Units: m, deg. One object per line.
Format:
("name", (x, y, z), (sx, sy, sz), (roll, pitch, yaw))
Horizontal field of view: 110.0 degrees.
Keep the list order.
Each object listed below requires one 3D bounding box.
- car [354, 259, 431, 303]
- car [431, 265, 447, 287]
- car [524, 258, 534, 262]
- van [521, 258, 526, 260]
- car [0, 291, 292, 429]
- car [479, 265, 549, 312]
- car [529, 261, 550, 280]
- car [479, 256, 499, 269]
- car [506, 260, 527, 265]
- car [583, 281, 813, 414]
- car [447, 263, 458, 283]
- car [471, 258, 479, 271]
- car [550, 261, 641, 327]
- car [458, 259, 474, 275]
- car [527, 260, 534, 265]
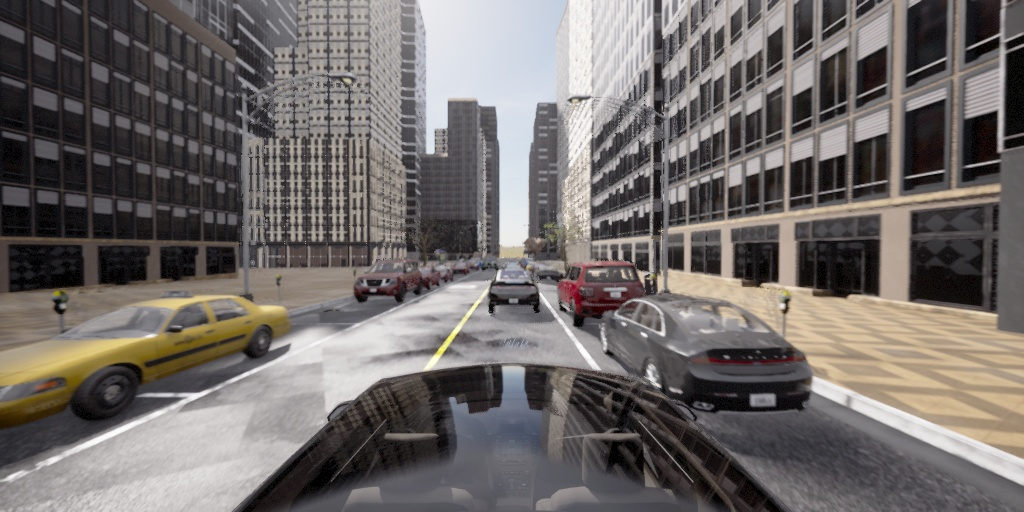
("car", (-5.688, 1.096, 17.265), (2.192, 1.841, 5.009), (0, 0, 0))
("car", (-5.687, 1.338, 22.891), (1.888, 1.381, 4.507), (0, 0, 0))
("car", (2.698, 1.366, 45.559), (1.751, 1.417, 4.829), (0, 0, 0))
("van", (2.700, 1.206, 56.640), (1.690, 1.789, 3.998), (0, 0, 0))
("car", (-5.689, 1.284, 5.845), (1.751, 1.417, 4.829), (0, 0, 0))
("car", (0.071, 1.267, 14.227), (2.128, 1.511, 4.902), (0, 0, 0))
("car", (2.696, 1.355, 28.514), (2.007, 1.370, 4.403), (0, 0, 0))
("car", (-3.074, 1.072, 50.943), (2.150, 2.045, 5.566), (0, 0, 0))
("car", (0.078, 1.334, 30.206), (1.812, 1.442, 4.674), (0, 0, 0))
("car", (2.692, 1.309, 6.014), (2.007, 1.370, 4.403), (0, 0, 0))
("car", (-5.686, 1.387, 28.515), (1.802, 1.307, 4.207), (0, 0, 0))
("car", (-5.683, 1.293, 51.015), (1.967, 1.591, 4.097), (0, 0, 0))
("car", (2.693, 1.084, 11.638), (2.192, 1.841, 5.009), (0, 0, 0))
("car", (-5.684, 1.374, 39.765), (1.888, 1.381, 4.507), (0, 0, 0))
("car", (2.696, 1.362, 34.139), (1.888, 1.381, 4.507), (0, 0, 0))
